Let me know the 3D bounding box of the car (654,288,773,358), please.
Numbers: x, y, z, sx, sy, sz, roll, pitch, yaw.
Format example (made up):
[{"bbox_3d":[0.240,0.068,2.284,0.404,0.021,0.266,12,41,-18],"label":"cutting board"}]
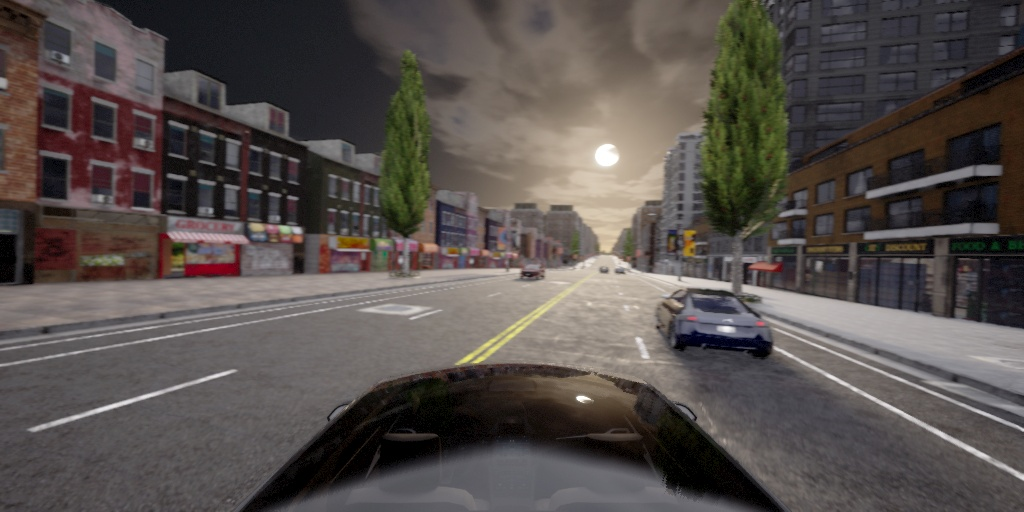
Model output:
[{"bbox_3d":[5.027,1.542,9.473,1.994,1.385,4.181,2,0,15],"label":"car"}]

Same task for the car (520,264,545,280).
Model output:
[{"bbox_3d":[2.157,1.528,36.434,1.882,1.535,5.008,2,-1,15],"label":"car"}]
